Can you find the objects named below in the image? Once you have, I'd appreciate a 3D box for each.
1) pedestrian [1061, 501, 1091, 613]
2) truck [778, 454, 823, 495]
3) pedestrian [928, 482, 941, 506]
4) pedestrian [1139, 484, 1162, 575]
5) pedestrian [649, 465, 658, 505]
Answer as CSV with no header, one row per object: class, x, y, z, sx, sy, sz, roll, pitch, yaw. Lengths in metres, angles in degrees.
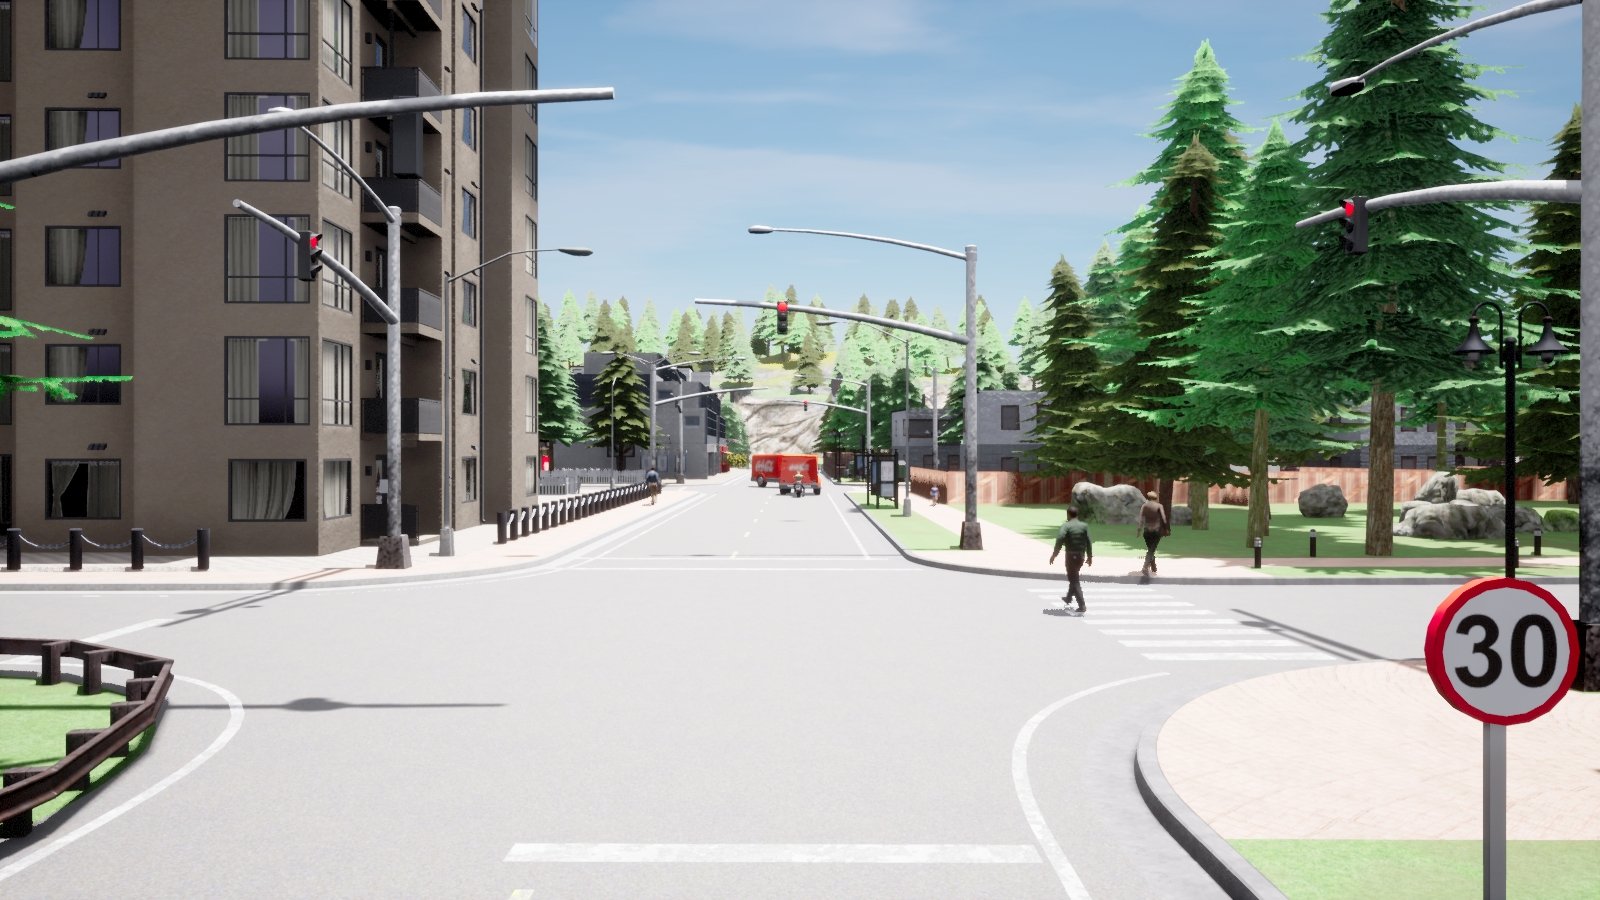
pedestrian,4.686,1.808,19.414,0.375,1.860,0.375,0,0,-12
truck,0.071,1.506,71.518,2.627,2.467,5.204,0,0,3
pedestrian,6.194,2.027,52.636,0.500,1.100,0.500,0,0,-1
pedestrian,7.326,1.651,23.880,0.375,1.860,0.375,0,0,32
pedestrian,-6.923,1.645,53.941,0.375,1.860,0.375,0,0,1
